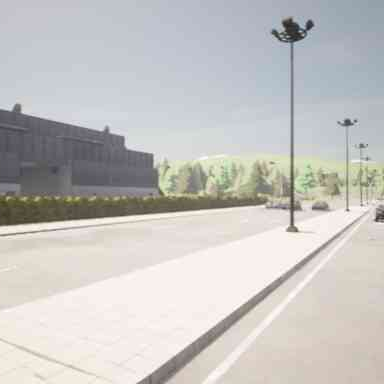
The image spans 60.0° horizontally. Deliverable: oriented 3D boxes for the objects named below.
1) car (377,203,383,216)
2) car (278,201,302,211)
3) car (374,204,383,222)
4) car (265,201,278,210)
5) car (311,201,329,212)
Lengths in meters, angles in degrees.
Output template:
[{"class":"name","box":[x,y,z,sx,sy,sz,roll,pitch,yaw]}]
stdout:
[{"class":"car","box":[22.328,2.010,38.081,1.895,1.301,4.718,0,-1,30]},{"class":"car","box":[14.356,1.969,47.619,2.128,1.511,4.902,0,-1,30]},{"class":"car","box":[17.090,1.839,29.115,1.812,1.442,4.674,0,-1,30]},{"class":"car","box":[12.928,2.116,52.128,1.895,1.301,4.718,0,-1,30]},{"class":"car","box":[18.464,2.036,47.726,2.033,1.411,5.357,0,-1,30]}]
